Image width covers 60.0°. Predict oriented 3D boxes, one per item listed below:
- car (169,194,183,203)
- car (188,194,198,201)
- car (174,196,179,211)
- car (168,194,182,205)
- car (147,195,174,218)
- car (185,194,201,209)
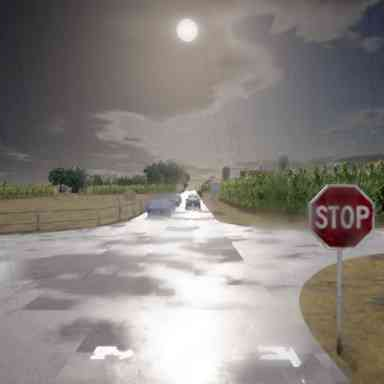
[{"bbox_3d":[-2.759,1.112,57.633,2.128,1.511,4.902,0,1,1],"label":"car"},{"bbox_3d":[0.141,1.117,66.324,1.895,1.301,4.718,0,1,0],"label":"car"},{"bbox_3d":[-2.824,1.407,38.380,1.895,1.301,4.718,0,0,0],"label":"car"},{"bbox_3d":[-2.807,1.080,47.364,2.097,1.767,4.553,0,1,0],"label":"car"},{"bbox_3d":[-2.786,1.354,29.067,1.882,1.535,5.008,0,0,-2],"label":"car"},{"bbox_3d":[0.124,1.302,41.891,1.812,1.442,4.674,0,1,0],"label":"car"}]
